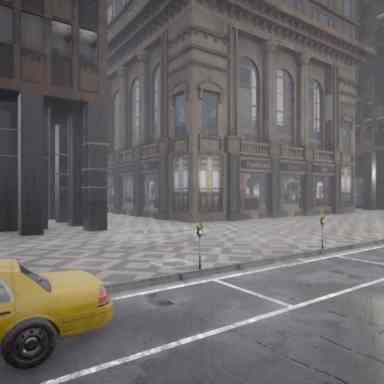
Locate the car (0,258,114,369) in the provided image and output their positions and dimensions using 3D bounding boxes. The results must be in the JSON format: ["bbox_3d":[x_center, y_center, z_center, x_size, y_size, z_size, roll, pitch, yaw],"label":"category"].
[{"bbox_3d":[-3.474,1.525,4.179,4.829,1.417,1.752,0,0,-35],"label":"car"}]
